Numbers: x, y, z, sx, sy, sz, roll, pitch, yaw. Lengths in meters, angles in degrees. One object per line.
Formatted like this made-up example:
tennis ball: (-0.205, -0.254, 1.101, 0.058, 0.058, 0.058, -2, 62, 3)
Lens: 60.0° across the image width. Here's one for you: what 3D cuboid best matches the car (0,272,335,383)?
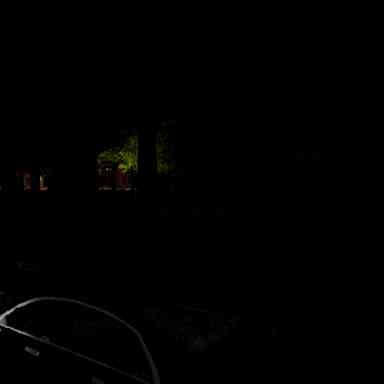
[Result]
car: (-0.879, 1.542, 3.451, 4.403, 1.369, 2.008, 0, -1, 36)
